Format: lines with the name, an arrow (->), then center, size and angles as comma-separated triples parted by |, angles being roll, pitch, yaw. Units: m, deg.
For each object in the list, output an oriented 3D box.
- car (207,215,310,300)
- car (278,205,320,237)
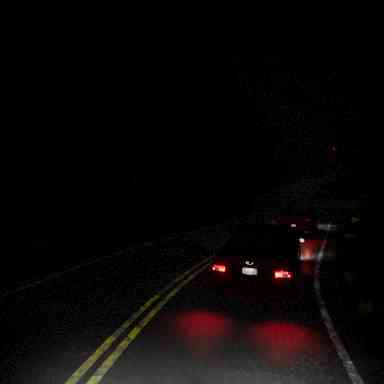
car -> 1.867, 1.549, 8.660 | 2.033, 1.411, 5.357 | 2, 0, 18
car -> 5.946, 1.486, 18.509 | 1.882, 1.535, 5.008 | 2, 1, 23
